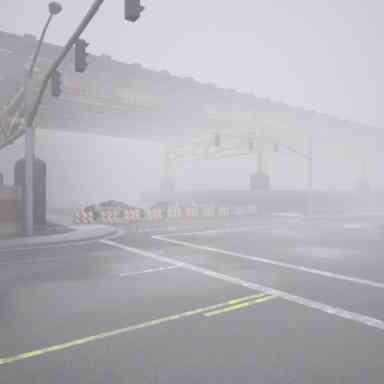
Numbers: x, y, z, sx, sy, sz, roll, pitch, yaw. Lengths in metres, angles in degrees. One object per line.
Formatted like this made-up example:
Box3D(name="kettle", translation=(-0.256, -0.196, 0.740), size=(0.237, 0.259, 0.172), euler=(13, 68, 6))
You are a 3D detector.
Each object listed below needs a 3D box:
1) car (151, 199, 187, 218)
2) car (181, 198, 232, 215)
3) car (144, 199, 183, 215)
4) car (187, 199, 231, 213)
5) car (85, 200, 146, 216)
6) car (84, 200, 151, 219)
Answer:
Box3D(name="car", translation=(-2.511, 1.453, 30.255), size=(2.038, 1.542, 4.974), euler=(0, 0, 18))
Box3D(name="car", translation=(1.400, 1.453, 34.013), size=(4.974, 1.542, 2.038), euler=(0, 0, -7))
Box3D(name="car", translation=(-2.496, 1.295, 30.304), size=(1.853, 1.218, 4.536), euler=(0, 0, 18))
Box3D(name="car", translation=(1.349, 1.295, 34.006), size=(4.536, 1.218, 1.853), euler=(0, 0, -7))
Box3D(name="car", translation=(-6.309, 1.295, 27.578), size=(4.536, 1.218, 1.853), euler=(0, 0, 8))
Box3D(name="car", translation=(-6.257, 1.453, 27.571), size=(4.974, 1.542, 2.038), euler=(0, 0, 8))
